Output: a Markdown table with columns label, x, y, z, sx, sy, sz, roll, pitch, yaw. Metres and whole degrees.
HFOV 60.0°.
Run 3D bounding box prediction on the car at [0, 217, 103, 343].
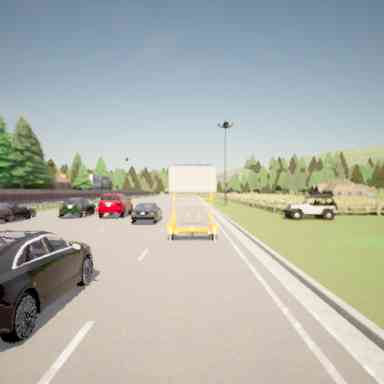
| label | x | y | z | sx | sy | sz | roll | pitch | yaw |
| --- | --- | --- | --- | --- | --- | --- | --- | --- | --- |
| car | -3.389 | 1.483 | 6.403 | 2.128 | 1.511 | 4.902 | 0 | 0 | 0 |

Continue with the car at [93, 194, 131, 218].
| label | x | y | z | sx | sy | sz | roll | pitch | yaw |
| --- | --- | --- | --- | --- | --- | --- | --- | --- | --- |
| car | -6.846 | 1.183 | 30.037 | 2.150 | 2.045 | 5.566 | 0 | 0 | 0 |

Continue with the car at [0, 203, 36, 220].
| label | x | y | z | sx | sy | sz | roll | pitch | yaw |
| --- | --- | --- | --- | --- | --- | --- | --- | --- | --- |
| car | -13.856 | 1.515 | 25.182 | 2.033 | 1.411 | 5.357 | 0 | 0 | 0 |

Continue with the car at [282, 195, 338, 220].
| label | x | y | z | sx | sy | sz | roll | pitch | yaw |
| --- | --- | --- | --- | --- | --- | --- | --- | --- | --- |
| car | 8.967 | 1.181 | 25.166 | 3.866 | 1.878 | 1.905 | 0 | 0 | 0 |

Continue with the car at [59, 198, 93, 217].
| label | x | y | z | sx | sy | sz | roll | pitch | yaw |
| --- | --- | --- | --- | --- | --- | --- | --- | --- | --- |
| car | -10.346 | 1.313 | 30.350 | 2.097 | 1.767 | 4.553 | 0 | 0 | 0 |

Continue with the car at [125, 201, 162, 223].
| label | x | y | z | sx | sy | sz | roll | pitch | yaw |
| --- | --- | --- | --- | --- | --- | --- | --- | --- | --- |
| car | -3.355 | 1.515 | 25.162 | 2.033 | 1.411 | 5.357 | 0 | 0 | 0 |

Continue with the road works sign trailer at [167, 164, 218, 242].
| label | x | y | z | sx | sy | sz | roll | pitch | yaw |
| --- | --- | --- | --- | --- | --- | --- | --- | --- | --- |
| road works sign trailer | 0.028 | 0.444 | 16.178 | 2.380 | 3.560 | 2.880 | 0 | 0 | 0 |
